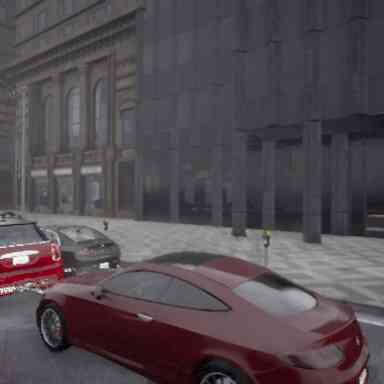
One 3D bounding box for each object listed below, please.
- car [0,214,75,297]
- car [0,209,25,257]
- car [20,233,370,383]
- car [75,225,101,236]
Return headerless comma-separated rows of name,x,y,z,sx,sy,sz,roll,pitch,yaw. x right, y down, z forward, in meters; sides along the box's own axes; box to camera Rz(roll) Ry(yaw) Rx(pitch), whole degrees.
car,-5.131,1.387,7.938,4.553,1.767,2.097,0,0,37
car,-8.516,1.501,12.947,4.097,1.590,1.967,0,0,36
car,-0.228,1.562,4.544,4.674,1.442,1.812,0,-1,36
car,-3.942,1.608,9.583,4.403,1.369,2.008,0,0,36
